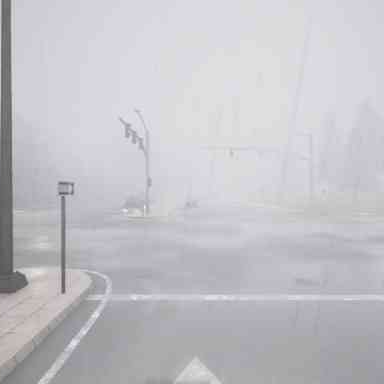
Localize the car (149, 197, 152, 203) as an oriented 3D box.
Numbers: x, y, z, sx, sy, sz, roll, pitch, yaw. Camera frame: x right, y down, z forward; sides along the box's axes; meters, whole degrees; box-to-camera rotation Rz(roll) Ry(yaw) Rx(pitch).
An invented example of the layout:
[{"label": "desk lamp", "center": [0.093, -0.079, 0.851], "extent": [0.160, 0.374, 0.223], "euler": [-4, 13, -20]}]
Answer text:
[{"label": "car", "center": [-8.340, 1.505, 55.746], "extent": [1.837, 1.490, 4.892], "euler": [0, 0, -1]}]

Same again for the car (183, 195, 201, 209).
[{"label": "car", "center": [-0.094, 1.526, 44.757], "extent": [1.812, 1.442, 4.674], "euler": [0, 0, -1]}]

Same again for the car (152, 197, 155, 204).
[{"label": "car", "center": [-8.430, 1.601, 65.690], "extent": [1.895, 1.301, 4.718], "euler": [0, 0, 0]}]

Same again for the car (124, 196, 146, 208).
[{"label": "car", "center": [-8.220, 1.352, 46.712], "extent": [2.097, 1.767, 4.553], "euler": [0, 0, -1]}]

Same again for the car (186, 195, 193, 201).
[{"label": "car", "center": [-0.693, 1.500, 85.801], "extent": [1.837, 1.490, 4.892], "euler": [0, 0, -1]}]

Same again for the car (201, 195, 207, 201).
[{"label": "car", "center": [2.807, 1.524, 85.860], "extent": [1.812, 1.442, 4.674], "euler": [0, 0, -1]}]

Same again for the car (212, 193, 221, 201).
[{"label": "car", "center": [6.307, 1.225, 85.865], "extent": [2.150, 2.045, 5.566], "euler": [0, 0, -1]}]
